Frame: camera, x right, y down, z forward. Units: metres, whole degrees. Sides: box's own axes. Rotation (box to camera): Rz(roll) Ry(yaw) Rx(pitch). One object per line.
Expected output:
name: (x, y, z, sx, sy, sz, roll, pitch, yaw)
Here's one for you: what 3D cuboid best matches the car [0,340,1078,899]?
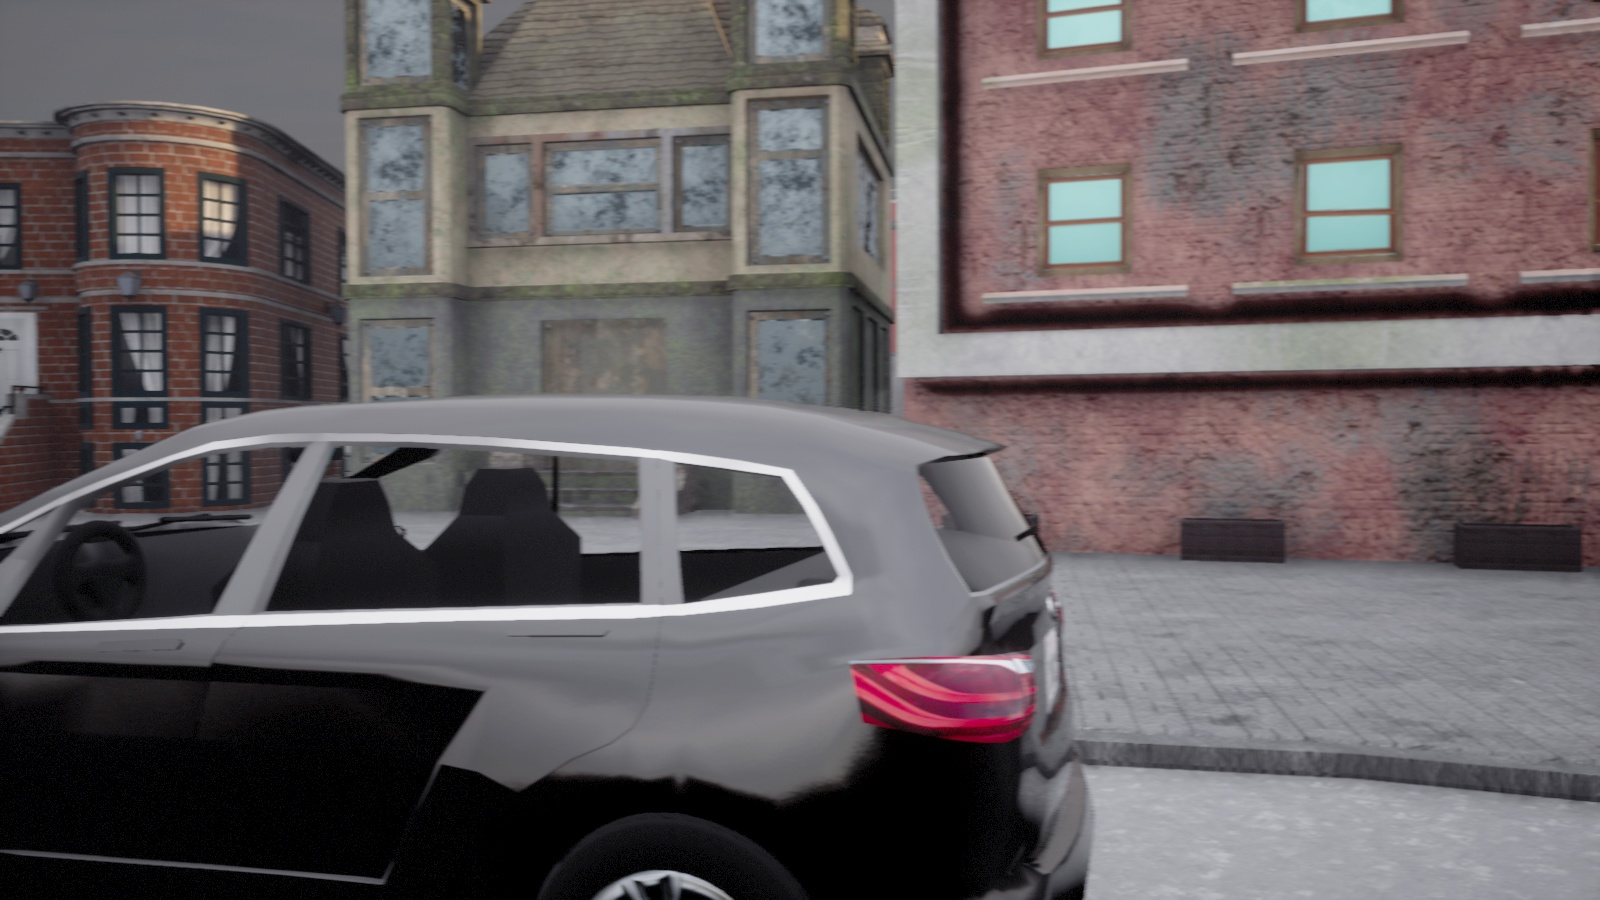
car: (-1.495, 0.581, 4.142, 4.611, 1.667, 2.242, 0, 1, 15)
